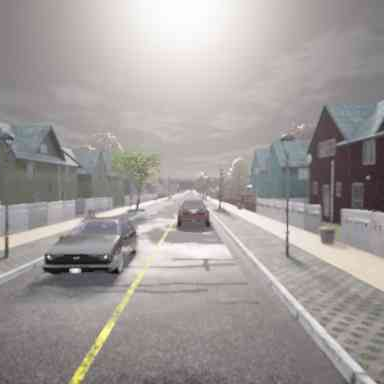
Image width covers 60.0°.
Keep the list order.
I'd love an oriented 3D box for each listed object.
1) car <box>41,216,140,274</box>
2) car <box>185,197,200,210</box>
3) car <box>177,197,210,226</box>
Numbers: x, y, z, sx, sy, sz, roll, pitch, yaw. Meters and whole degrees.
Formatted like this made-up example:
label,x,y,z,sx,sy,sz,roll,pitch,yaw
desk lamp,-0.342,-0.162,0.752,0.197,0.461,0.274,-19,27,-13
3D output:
label,x,y,z,sx,sy,sz,roll,pitch,yaw
car,-2.862,1.519,10.713,2.033,1.411,5.357,0,0,-1
car,0.106,1.403,42.575,1.837,1.490,4.892,0,0,0
car,0.103,1.294,23.219,2.097,1.767,4.553,0,0,0
